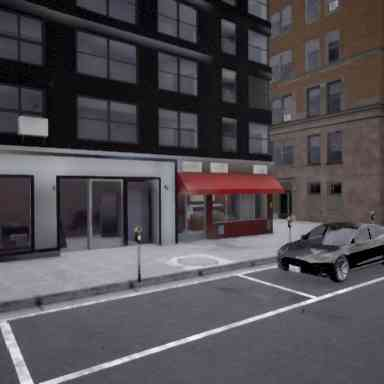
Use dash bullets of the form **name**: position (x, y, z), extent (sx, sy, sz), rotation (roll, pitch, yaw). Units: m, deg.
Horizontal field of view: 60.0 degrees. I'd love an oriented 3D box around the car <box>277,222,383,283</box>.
- **car**: position (4.353, 1.563, 9.646), extent (4.313, 1.339, 1.947), rotation (0, -1, -35)
